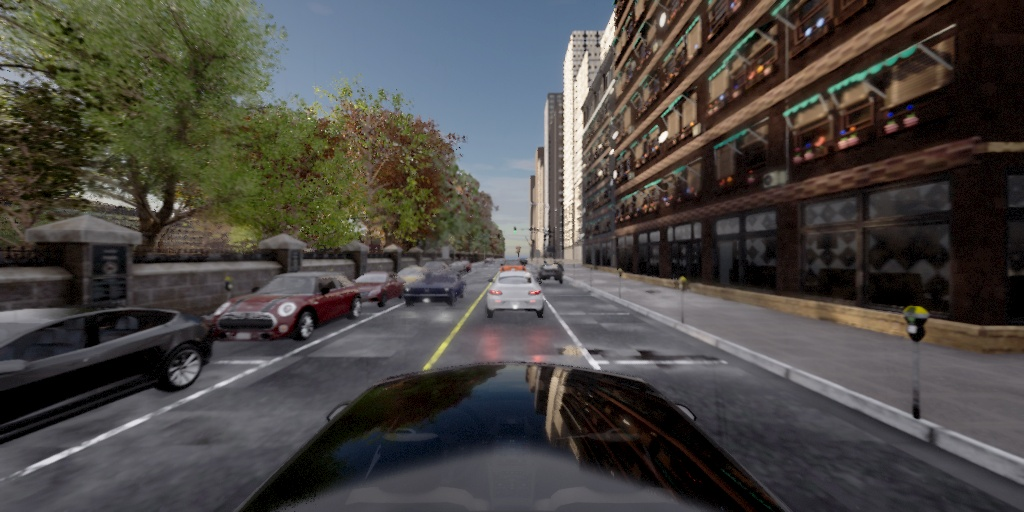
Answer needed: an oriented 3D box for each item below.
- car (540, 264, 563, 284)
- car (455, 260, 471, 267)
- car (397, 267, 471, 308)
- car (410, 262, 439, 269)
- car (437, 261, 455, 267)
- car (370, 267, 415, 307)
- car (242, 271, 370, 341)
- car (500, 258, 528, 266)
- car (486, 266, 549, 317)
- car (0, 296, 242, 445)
[{"bbox_3d":[2.692,1.239,26.213,2.007,1.370,4.403,0,0,0],"label":"car"},{"bbox_3d":[-5.764,1.213,37.287,2.007,1.370,4.403,0,0,0],"label":"car"},{"bbox_3d":[-3.099,1.316,15.245,1.895,1.301,4.718,0,0,0],"label":"car"},{"bbox_3d":[-5.689,1.227,20.503,1.751,1.417,4.829,0,0,0],"label":"car"},{"bbox_3d":[-5.688,1.128,26.212,1.967,1.591,4.097,0,0,0],"label":"car"},{"bbox_3d":[-5.689,1.297,15.135,1.802,1.307,4.207,0,0,0],"label":"car"},{"bbox_3d":[-5.690,1.169,9.596,1.967,1.591,4.097,0,0,0],"label":"car"},{"bbox_3d":[0.103,1.033,29.595,2.097,1.767,4.553,0,0,0],"label":"car"},{"bbox_3d":[0.106,1.247,12.881,1.812,1.442,4.674,0,0,0],"label":"car"},{"bbox_3d":[-5.691,1.309,4.057,1.948,1.339,4.313,0,0,0],"label":"car"}]
